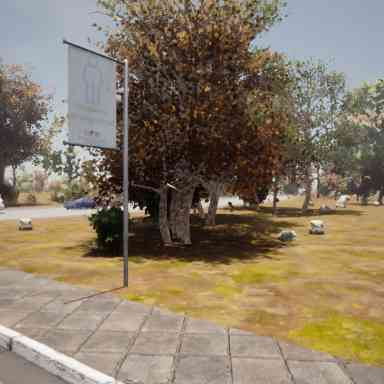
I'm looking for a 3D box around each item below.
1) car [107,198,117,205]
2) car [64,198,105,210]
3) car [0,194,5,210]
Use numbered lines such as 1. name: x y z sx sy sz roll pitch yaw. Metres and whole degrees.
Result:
1. car: -12.403 1.522 49.699 1.994 1.385 4.181 0 0 37
2. car: -13.862 1.508 42.126 1.812 1.442 4.674 0 0 38
3. car: -21.435 1.221 32.592 2.150 2.045 5.566 0 0 39
